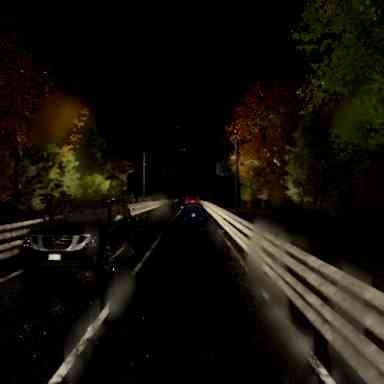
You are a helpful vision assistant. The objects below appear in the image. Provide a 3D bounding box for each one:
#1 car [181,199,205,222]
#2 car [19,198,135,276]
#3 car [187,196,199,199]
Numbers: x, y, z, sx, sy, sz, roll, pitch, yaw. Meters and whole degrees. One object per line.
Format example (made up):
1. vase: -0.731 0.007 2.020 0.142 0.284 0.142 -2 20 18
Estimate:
1. car: 0.105 1.616 27.679 1.882 1.535 5.008 0 -1 0
2. car: -3.281 1.241 10.782 2.150 2.045 5.566 0 -1 1
3. car: 0.109 1.642 48.079 2.150 2.045 5.566 0 -1 0
